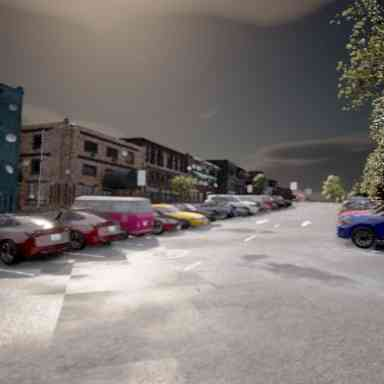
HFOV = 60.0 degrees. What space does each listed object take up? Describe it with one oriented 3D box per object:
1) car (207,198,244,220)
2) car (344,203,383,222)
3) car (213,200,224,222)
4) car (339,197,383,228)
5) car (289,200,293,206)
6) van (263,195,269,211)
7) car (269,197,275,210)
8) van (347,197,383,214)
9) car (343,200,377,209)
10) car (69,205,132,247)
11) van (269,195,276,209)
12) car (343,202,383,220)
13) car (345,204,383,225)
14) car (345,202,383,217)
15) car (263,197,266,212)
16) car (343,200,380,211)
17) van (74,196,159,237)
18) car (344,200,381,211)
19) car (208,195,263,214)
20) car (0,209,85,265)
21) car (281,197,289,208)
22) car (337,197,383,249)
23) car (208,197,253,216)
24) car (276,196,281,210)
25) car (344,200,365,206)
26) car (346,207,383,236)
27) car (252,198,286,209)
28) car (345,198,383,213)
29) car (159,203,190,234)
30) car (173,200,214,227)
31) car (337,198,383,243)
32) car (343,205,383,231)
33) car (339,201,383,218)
[{"bbox_3d":[1.696,1.585,29.293,4.792,1.488,2.163,1,0,24],"label":"car"},{"bbox_3d":[15.976,1.780,29.121,4.792,1.488,2.163,1,0,24],"label":"car"},{"bbox_3d":[-0.597,1.509,24.175,5.008,1.535,2.097,1,0,24],"label":"car"},{"bbox_3d":[13.683,1.446,24.050,5.566,2.045,2.435,1,0,24],"label":"car"},{"bbox_3d":[14.495,1.634,57.346,5.566,2.045,2.435,1,-1,24],"label":"car"},{"bbox_3d":[6.459,1.439,39.446,4.442,1.987,1.878,1,0,24],"label":"van"},{"bbox_3d":[7.502,1.693,42.048,4.892,1.521,2.231,1,0,24],"label":"car"},{"bbox_3d":[21.865,1.663,41.747,4.442,1.987,1.878,1,0,24],"label":"van"},{"bbox_3d":[28.668,2.112,56.999,5.008,1.535,2.097,1,-1,25],"label":"car"},{"bbox_3d":[-5.245,1.463,13.974,4.792,1.488,2.163,1,0,24],"label":"car"},{"bbox_3d":[8.563,1.492,44.648,4.442,1.987,1.878,1,0,24],"label":"van"},{"bbox_3d":[17.148,1.778,31.648,5.008,1.535,2.097,1,0,24],"label":"car"},{"bbox_3d":[14.880,1.753,26.560,4.792,1.488,2.163,1,0,24],"label":"car"},{"bbox_3d":[19.450,1.873,36.721,4.674,1.452,2.002,1,0,24],"label":"car"},{"bbox_3d":[5.188,1.636,36.942,5.008,1.535,2.097,1,0,24],"label":"car"},{"bbox_3d":[26.370,2.024,51.927,5.008,1.535,2.097,1,-1,25],"label":"car"},{"bbox_3d":[-4.165,1.226,16.564,4.442,1.987,1.878,1,0,24],"label":"van"},{"bbox_3d":[25.213,2.026,49.392,4.674,1.452,2.002,1,-1,24],"label":"car"},{"bbox_3d":[4.065,1.358,34.375,5.566,2.045,2.435,1,0,24],"label":"car"},{"bbox_3d":[-6.402,1.445,11.421,4.792,1.488,2.163,1,0,24],"label":"car"},{"bbox_3d":[11.013,1.527,49.691,5.566,2.045,2.435,1,0,24],"label":"car"},{"bbox_3d":[9.136,1.363,14.015,5.566,2.045,2.435,1,0,24],"label":"car"},{"bbox_3d":[2.873,1.582,31.831,4.892,1.521,2.231,1,0,24],"label":"car"},{"bbox_3d":[9.798,1.621,47.166,4.553,1.767,2.185,1,0,24],"label":"car"},{"bbox_3d":[40.476,2.701,82.915,4.674,1.452,2.002,1,-1,24],"label":"car"},{"bbox_3d":[11.455,1.693,19.077,4.674,1.452,2.002,1,0,24],"label":"car"},{"bbox_3d":[12.150,1.810,52.253,4.892,1.521,2.231,1,0,24],"label":"car"},{"bbox_3d":[22.879,1.792,44.338,4.553,1.767,2.185,1,0,24],"label":"car"},{"bbox_3d":[-2.878,1.501,19.057,4.792,1.488,2.163,1,0,24],"label":"car"},{"bbox_3d":[-1.579,1.489,21.546,5.366,1.575,1.946,1,0,24],"label":"car"},{"bbox_3d":[10.234,1.380,16.440,5.566,2.045,2.435,1,0,24],"label":"car"},{"bbox_3d":[12.551,1.675,21.501,5.008,1.535,2.097,1,0,24],"label":"car"},{"bbox_3d":[18.134,1.800,34.260,5.366,1.575,1.946,1,0,24],"label":"car"}]
